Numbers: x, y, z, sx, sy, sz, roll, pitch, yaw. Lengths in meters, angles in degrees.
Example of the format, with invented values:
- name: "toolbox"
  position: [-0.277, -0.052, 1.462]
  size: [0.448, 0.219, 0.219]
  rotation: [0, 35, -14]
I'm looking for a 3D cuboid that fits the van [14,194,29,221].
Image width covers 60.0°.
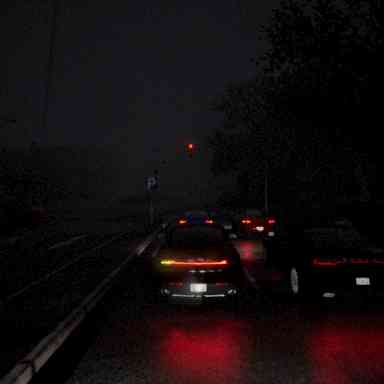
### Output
- name: "van"
  position: [-13.513, 1.297, 21.979]
  size: [4.442, 1.987, 1.878]
  rotation: [-1, 0, -19]

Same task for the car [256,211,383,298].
- name: "car"
  position: [3.140, 1.488, 8.573]
  size: [1.882, 1.535, 5.008]
  rotation: [0, 0, 0]

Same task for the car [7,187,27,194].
- name: "car"
  position: [-27.940, 0.137, 53.694]
  size: [2.002, 1.452, 4.674]
  rotation: [6, -3, -19]

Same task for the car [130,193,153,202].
- name: "car"
  position: [-10.416, 1.195, 68.694]
  size: [4.553, 1.767, 2.185]
  rotation: [-1, 0, -14]

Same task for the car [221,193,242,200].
- name: "car"
  position: [9.809, 1.129, 82.927]
  size: [4.553, 1.767, 2.185]
  rotation: [1, 0, -12]

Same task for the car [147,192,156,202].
- name: "car"
  position: [-10.522, 1.315, 65.743]
  size: [5.366, 1.575, 1.946]
  rotation: [-1, 0, -14]

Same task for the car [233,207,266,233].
- name: "car"
  position: [3.235, 1.550, 17.913]
  size: [1.812, 1.442, 4.674]
  rotation: [0, 0, 1]

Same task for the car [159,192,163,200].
- name: "car"
  position: [-9.697, 1.321, 74.703]
  size: [4.892, 1.521, 2.231]
  rotation: [-1, 0, -13]

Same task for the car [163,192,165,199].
- name: "car"
  position: [-9.311, 1.359, 77.696]
  size: [4.674, 1.452, 2.002]
  rotation: [-1, 0, -13]

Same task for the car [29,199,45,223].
- name: "car"
  position: [-13.525, 1.403, 24.957]
  size: [4.553, 1.767, 2.185]
  rotation: [-1, 0, -19]

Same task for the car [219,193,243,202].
- name: "car"
  position: [7.955, 1.141, 68.236]
  size: [4.553, 1.767, 2.185]
  rotation: [1, 0, -13]

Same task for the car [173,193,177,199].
- name: "car"
  position: [-7.622, 1.064, 89.679]
  size: [5.566, 2.045, 2.435]
  rotation: [-1, 0, -12]

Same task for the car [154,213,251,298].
- name: "car"
  position: [0.140, 1.515, 8.536]
  size: [1.837, 1.490, 4.892]
  rotation: [0, 0, 0]

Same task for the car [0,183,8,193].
- name: "car"
  position: [-30.934, -0.426, 53.767]
  size: [2.435, 2.045, 5.566]
  rotation: [6, -3, -19]

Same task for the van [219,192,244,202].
- name: "van"
  position: [7.559, 1.042, 65.268]
  size: [4.442, 1.987, 1.878]
  rotation: [1, 0, -14]

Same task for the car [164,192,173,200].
- name: "car"
  position: [-8.086, 1.357, 86.675]
  size: [4.674, 1.452, 2.002]
  rotation: [-1, 0, -12]

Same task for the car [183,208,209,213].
- name: "car"
  position: [0.216, 1.551, 17.660]
  size: [1.812, 1.442, 4.674]
  rotation: [0, 0, 1]

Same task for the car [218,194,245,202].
- name: "car"
  position: [8.504, 1.263, 71.227]
  size: [5.366, 1.575, 1.946]
  rotation: [1, 0, -13]

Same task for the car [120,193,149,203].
- name: "car"
  position: [-11.180, 1.358, 62.754]
  size: [4.792, 1.488, 2.163]
  rotation: [-1, 0, -15]

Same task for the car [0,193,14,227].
- name: "car"
  position: [-13.642, 1.267, 18.943]
  size: [5.566, 2.045, 2.435]
  rotation: [-1, 0, -19]

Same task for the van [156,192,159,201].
- name: "van"
  position: [-9.938, 1.093, 71.732]
  size: [4.442, 1.987, 1.878]
  rotation: [-1, 0, -14]
